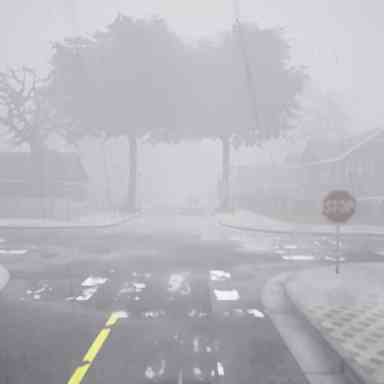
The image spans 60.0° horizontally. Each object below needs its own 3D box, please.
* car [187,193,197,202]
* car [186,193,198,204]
[{"bbox_3d":[0.014,1.069,67.755,2.097,1.767,4.553,0,0,0],"label":"car"},{"bbox_3d":[0.012,1.308,57.737,1.994,1.385,4.181,0,0,0],"label":"car"}]
